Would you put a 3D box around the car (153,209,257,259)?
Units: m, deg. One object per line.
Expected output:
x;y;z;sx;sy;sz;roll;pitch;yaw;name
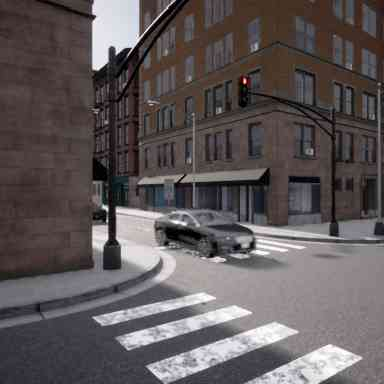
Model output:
0.295;1.437;12.658;2.128;1.511;4.902;0;0;-36;car

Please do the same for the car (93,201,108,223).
-7.624;1.339;23.752;1.882;1.535;5.008;0;0;-36;car
